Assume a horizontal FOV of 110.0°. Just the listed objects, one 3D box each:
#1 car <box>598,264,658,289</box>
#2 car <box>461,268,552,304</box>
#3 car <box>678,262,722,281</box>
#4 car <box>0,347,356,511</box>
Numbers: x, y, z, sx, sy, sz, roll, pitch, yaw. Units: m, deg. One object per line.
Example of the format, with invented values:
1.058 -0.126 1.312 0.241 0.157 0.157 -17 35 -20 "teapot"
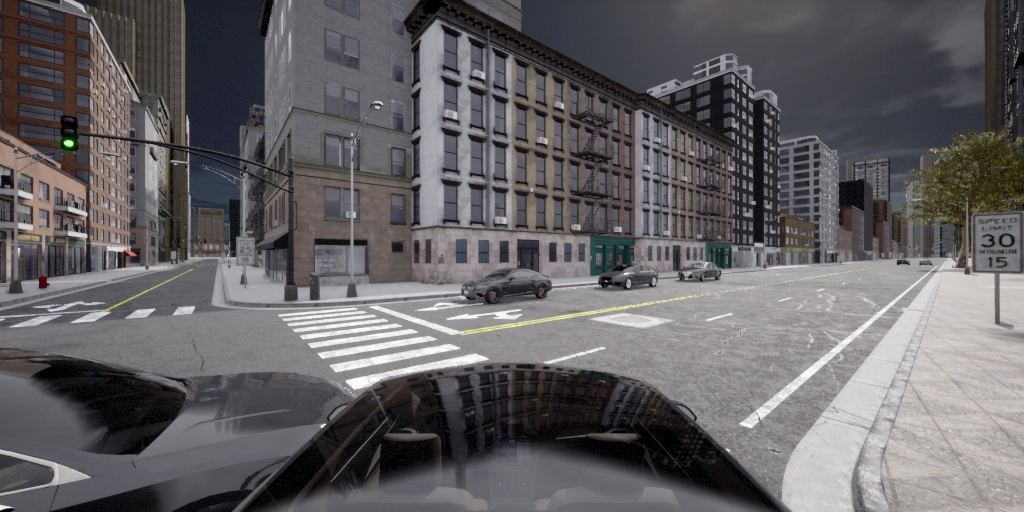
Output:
7.513 1.257 22.957 4.892 1.490 1.837 0 0 -39 "car"
-0.140 1.286 16.686 4.674 1.442 1.812 0 0 -39 "car"
15.484 1.234 29.476 4.902 1.511 2.128 0 0 -39 "car"
-3.233 1.257 1.695 4.892 1.490 1.837 0 0 -35 "car"
